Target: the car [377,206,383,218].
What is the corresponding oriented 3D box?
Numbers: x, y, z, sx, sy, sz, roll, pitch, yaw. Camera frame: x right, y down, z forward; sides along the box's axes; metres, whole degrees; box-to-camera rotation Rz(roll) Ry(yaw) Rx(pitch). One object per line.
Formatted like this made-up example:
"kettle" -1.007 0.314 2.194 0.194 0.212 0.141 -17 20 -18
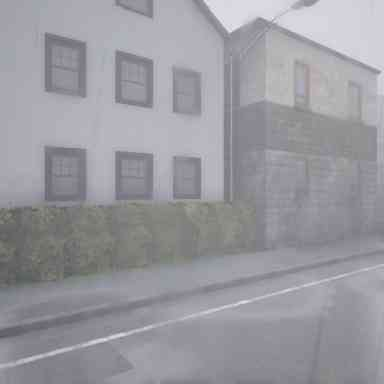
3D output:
"car" 12.956 1.398 27.813 2.150 2.045 5.566 0 0 -37
